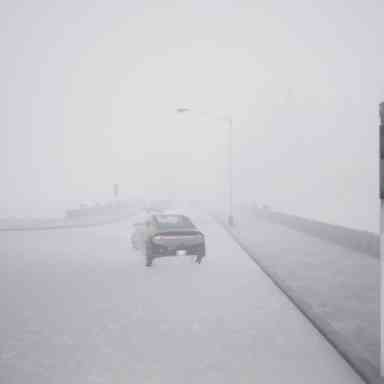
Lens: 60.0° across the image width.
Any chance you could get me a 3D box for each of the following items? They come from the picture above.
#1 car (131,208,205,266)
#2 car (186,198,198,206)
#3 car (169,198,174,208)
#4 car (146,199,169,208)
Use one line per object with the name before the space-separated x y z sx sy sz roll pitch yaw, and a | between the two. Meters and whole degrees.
car | -0.994 1.543 11.930 2.128 1.511 4.902 1 0 -16
car | 0.102 1.781 59.403 1.812 1.442 4.674 0 0 0
car | -4.068 1.806 47.638 1.895 1.301 4.718 0 0 0
car | -4.096 1.711 37.973 2.033 1.411 5.357 0 0 0
